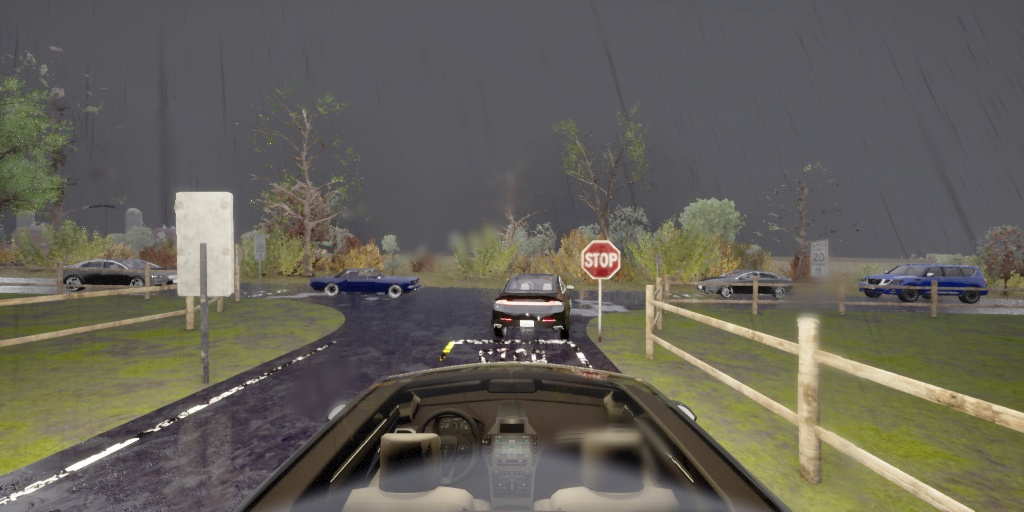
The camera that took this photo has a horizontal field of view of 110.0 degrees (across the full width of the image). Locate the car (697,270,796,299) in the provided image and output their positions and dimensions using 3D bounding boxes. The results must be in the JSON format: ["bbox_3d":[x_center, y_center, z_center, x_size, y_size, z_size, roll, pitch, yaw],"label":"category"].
[{"bbox_3d":[13.003,1.525,20.065,4.902,1.511,2.128,1,1,0],"label":"car"}]

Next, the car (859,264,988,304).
[{"bbox_3d":[22.899,1.466,20.054,5.566,2.045,2.150,1,1,0],"label":"car"}]

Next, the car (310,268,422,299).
[{"bbox_3d":[-6.822,1.248,17.138,4.718,1.301,1.895,1,1,0],"label":"car"}]

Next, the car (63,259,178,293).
[{"bbox_3d":[-18.490,0.885,17.154,4.902,1.511,2.128,1,1,0],"label":"car"}]

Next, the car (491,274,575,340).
[{"bbox_3d":[0.706,1.240,10.107,2.128,1.511,4.902,0,0,9],"label":"car"}]
